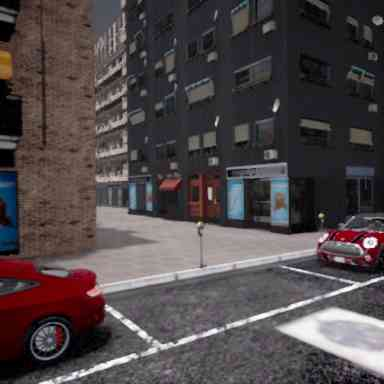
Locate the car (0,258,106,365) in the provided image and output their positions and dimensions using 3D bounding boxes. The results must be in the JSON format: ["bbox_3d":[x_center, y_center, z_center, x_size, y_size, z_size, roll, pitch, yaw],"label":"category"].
[{"bbox_3d":[-3.234,1.582,4.263,4.206,1.307,1.802,0,-1,-36],"label":"car"}]

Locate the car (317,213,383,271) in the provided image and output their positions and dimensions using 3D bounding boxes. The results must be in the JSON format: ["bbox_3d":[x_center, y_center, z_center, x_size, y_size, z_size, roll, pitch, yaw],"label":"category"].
[{"bbox_3d":[5.883,1.423,10.776,4.097,1.590,1.967,0,-1,-36],"label":"car"}]
